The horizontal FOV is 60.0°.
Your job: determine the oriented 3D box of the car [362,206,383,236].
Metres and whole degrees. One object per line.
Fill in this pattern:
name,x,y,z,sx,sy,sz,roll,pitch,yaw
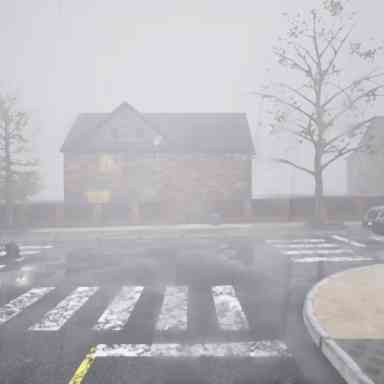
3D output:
car,10.237,0.906,13.971,5.566,2.045,2.150,-1,1,0

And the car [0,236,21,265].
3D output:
car,-7.632,1.722,10.369,4.181,1.385,1.994,-1,1,10
